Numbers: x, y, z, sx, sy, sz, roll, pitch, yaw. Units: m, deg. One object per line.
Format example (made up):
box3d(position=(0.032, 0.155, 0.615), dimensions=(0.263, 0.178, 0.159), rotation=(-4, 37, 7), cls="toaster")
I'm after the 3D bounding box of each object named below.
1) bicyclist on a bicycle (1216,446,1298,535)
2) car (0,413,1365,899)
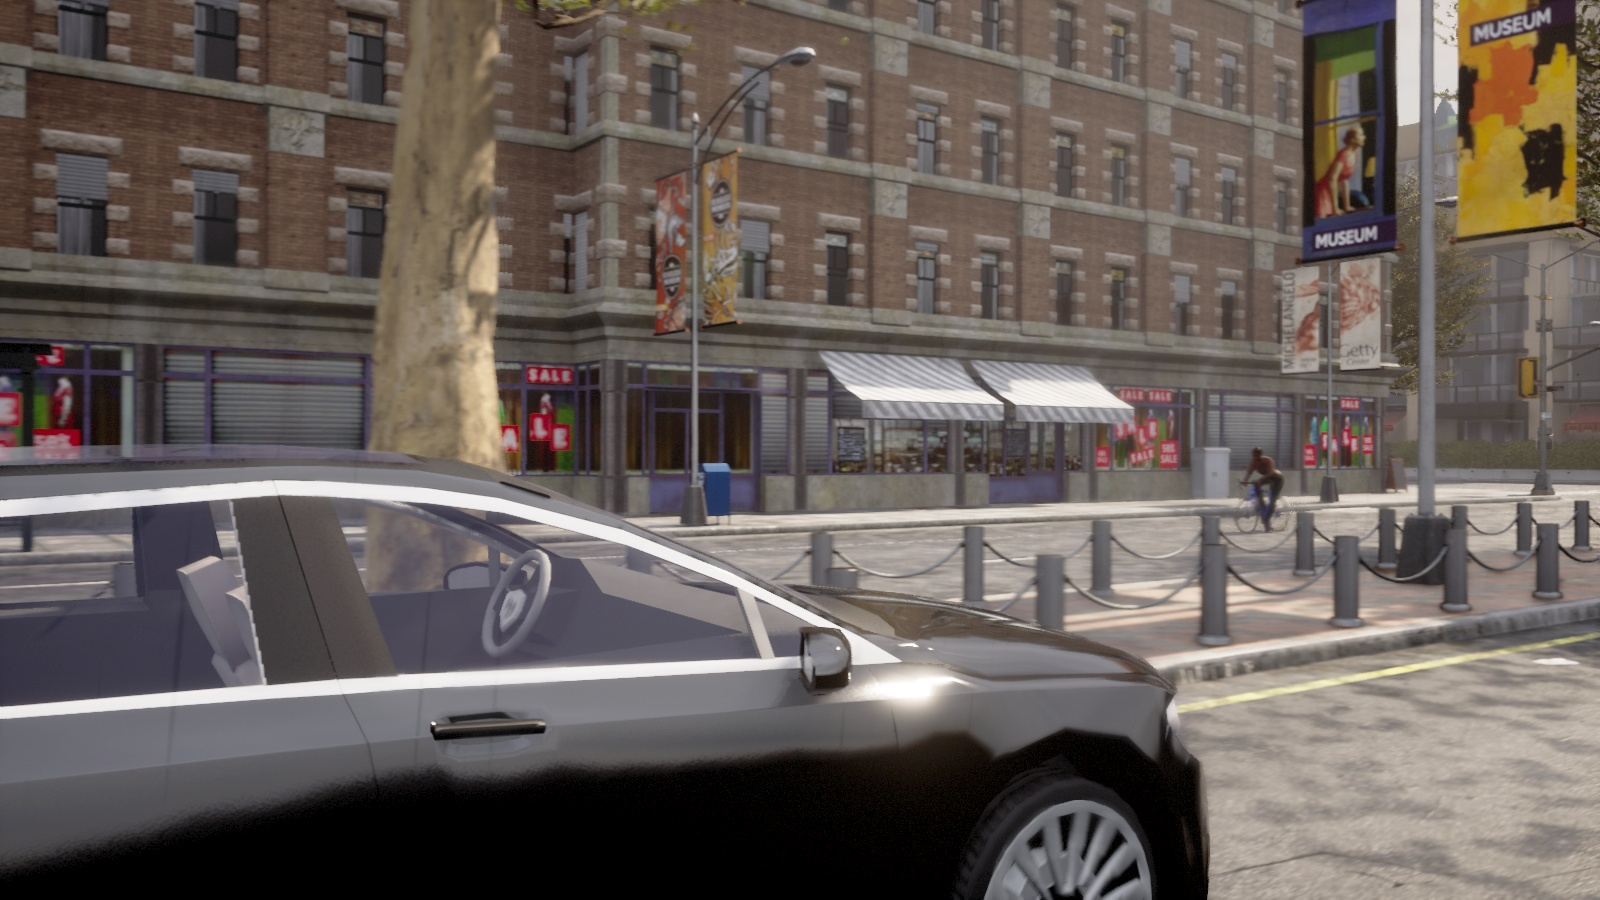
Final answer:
box3d(position=(8.624, 0.737, 23.673), dimensions=(1.656, 1.620, 0.582), rotation=(0, 0, -35), cls="bicyclist on a bicycle")
box3d(position=(-1.075, 0.710, 2.911), dimensions=(4.902, 1.511, 2.128), rotation=(0, 0, -35), cls="car")
